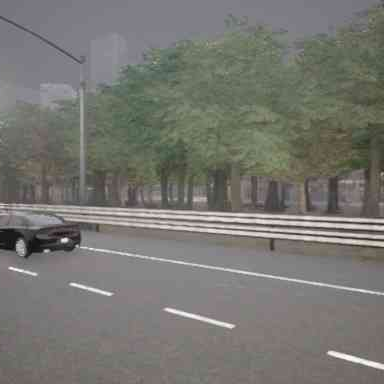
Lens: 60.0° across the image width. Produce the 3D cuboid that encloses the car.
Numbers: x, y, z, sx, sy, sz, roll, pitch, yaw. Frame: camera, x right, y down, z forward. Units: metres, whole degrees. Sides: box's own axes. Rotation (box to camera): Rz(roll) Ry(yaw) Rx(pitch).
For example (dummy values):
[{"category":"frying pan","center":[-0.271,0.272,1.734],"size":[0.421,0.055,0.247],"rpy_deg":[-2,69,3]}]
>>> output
[{"category":"car","center":[-6.324,1.497,12.685],"size":[5.008,1.535,1.882],"rpy_deg":[0,0,36]}]
